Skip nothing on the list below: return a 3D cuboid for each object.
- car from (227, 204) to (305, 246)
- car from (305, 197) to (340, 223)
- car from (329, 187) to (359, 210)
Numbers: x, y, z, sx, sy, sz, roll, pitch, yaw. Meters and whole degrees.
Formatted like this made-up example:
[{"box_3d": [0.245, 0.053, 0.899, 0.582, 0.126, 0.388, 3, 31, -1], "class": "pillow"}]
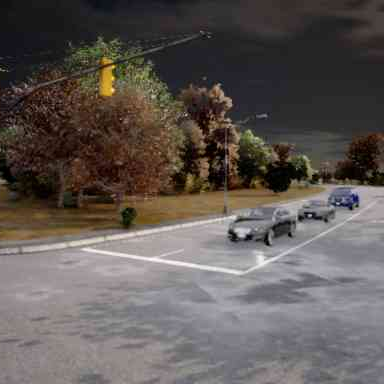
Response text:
[{"box_3d": [3.344, 1.452, 15.411, 2.128, 1.511, 4.902, 0, 1, 34], "class": "car"}, {"box_3d": [8.886, 1.322, 23.671, 1.994, 1.385, 4.181, 0, 2, 33], "class": "car"}, {"box_3d": [14.775, 0.584, 32.406, 2.150, 2.045, 5.566, 0, 3, 34], "class": "car"}]
